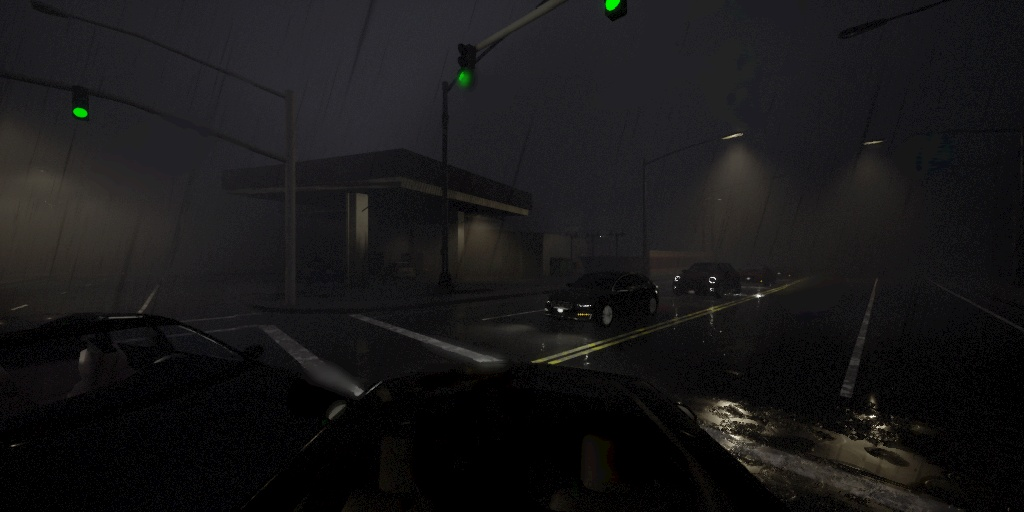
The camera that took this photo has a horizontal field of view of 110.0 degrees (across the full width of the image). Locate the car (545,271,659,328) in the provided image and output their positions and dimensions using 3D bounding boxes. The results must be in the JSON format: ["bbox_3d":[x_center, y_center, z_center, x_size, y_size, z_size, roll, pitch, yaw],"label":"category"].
[{"bbox_3d":[3.069,1.255,11.608,4.892,1.490,1.837,0,0,-44],"label":"car"}]

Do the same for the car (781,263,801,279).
[{"bbox_3d":[24.304,1.314,32.075,4.181,1.385,1.994,0,0,-44],"label":"car"}]

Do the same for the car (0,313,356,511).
[{"bbox_3d":[-3.379,1.242,2.693,4.902,1.511,2.128,0,0,16],"label":"car"}]

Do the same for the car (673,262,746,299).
[{"bbox_3d":[10.018,1.102,18.341,4.553,1.767,2.097,0,0,-44],"label":"car"}]

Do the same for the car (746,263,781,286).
[{"bbox_3d":[17.056,1.314,25.138,4.181,1.385,1.994,0,0,-45],"label":"car"}]
